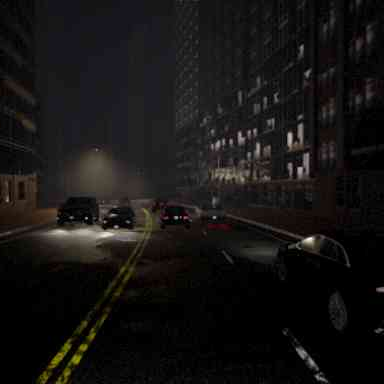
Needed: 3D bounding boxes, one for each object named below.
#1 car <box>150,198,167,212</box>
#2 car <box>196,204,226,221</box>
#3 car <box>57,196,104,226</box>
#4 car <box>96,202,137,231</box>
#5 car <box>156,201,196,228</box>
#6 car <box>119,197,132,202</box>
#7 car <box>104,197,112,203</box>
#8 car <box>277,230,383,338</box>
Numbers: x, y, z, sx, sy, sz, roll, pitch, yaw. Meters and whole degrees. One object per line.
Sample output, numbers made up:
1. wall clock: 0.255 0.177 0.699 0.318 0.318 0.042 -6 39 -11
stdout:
1. car: -3.903 1.464 40.454 2.097 1.767 4.553 0 0 -10
2. car: 1.443 1.673 27.615 1.895 1.301 4.718 0 0 -7
3. car: -8.186 1.318 24.446 2.150 2.045 5.566 0 0 -7
4. car: -4.597 1.626 21.681 2.033 1.411 5.357 0 0 -6
5. car: -1.240 1.618 22.676 2.033 1.411 5.357 0 0 -6
6. car: -12.308 1.675 61.212 1.837 1.490 4.892 0 0 -15
7. car: -16.724 1.701 64.738 1.837 1.490 4.892 0 0 -16
8. car: 3.139 1.508 6.629 2.128 1.511 4.902 0 0 -2
